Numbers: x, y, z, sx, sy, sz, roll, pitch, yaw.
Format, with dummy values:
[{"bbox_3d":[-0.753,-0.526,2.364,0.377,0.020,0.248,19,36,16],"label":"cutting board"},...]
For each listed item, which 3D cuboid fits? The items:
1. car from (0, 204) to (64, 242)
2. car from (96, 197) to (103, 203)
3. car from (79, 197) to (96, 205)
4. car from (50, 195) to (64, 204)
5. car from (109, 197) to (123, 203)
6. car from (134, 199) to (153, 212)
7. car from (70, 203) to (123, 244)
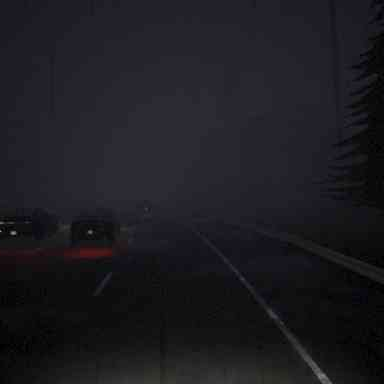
[{"bbox_3d":[-8.217,1.595,17.066,2.128,1.511,4.902,0,0,-8],"label":"car"},{"bbox_3d":[-18.240,1.732,63.541,1.837,1.490,4.892,0,0,-25],"label":"car"},{"bbox_3d":[-17.063,1.815,53.407,1.895,1.301,4.718,-1,0,-23],"label":"car"},{"bbox_3d":[-25.040,1.537,61.835,2.150,2.045,5.566,0,0,-26],"label":"car"},{"bbox_3d":[-14.674,1.659,64.179,1.882,1.535,5.008,0,0,-25],"label":"car"},{"bbox_3d":[-5.767,1.574,39.466,1.837,1.490,4.892,0,0,-16],"label":"car"},{"bbox_3d":[-4.623,1.535,16.436,1.882,1.535,5.008,0,0,-8],"label":"car"}]
